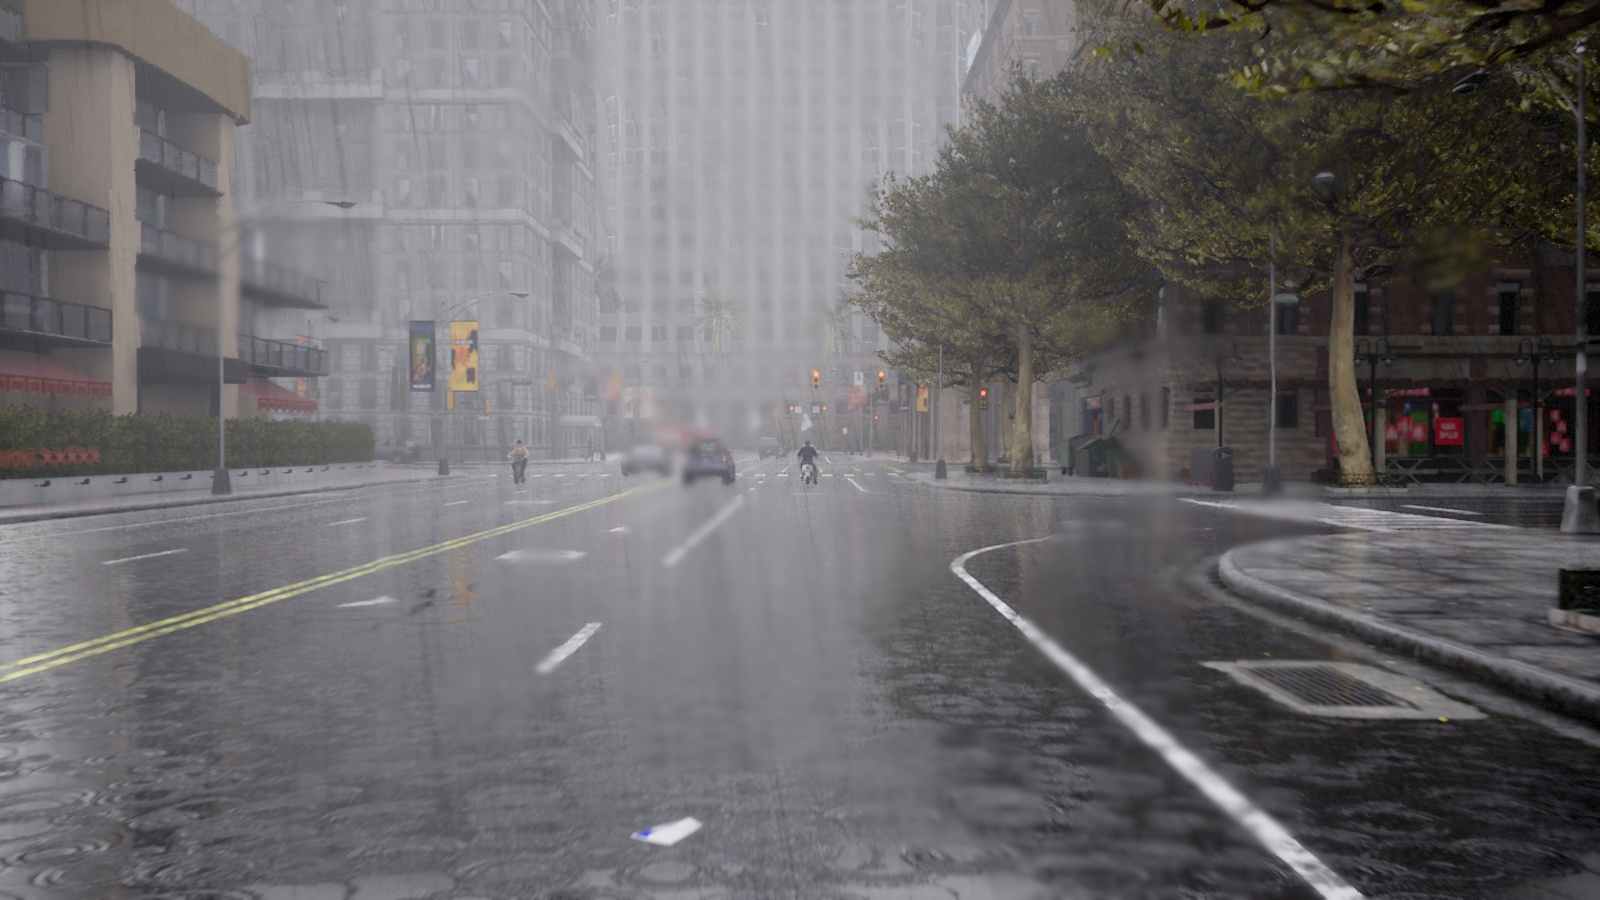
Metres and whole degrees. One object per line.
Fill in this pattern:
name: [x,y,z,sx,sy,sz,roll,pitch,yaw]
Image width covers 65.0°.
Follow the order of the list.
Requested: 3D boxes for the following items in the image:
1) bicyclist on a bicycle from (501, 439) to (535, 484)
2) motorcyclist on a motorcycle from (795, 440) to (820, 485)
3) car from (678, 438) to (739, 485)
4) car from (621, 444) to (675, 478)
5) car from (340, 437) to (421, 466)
bicyclist on a bicycle: [-10.232,0.415,45.593,0.866,1.612,1.509,0,0,0]
motorcyclist on a motorcycle: [0.270,0.442,45.226,0.866,1.590,1.817,0,0,0]
car: [-3.231,0.386,44.940,1.851,1.617,3.988,0,0,0]
car: [-6.671,0.450,55.540,1.812,1.442,4.674,0,0,0]
car: [-27.172,0.077,81.356,4.605,1.855,1.932,0,0,0]
